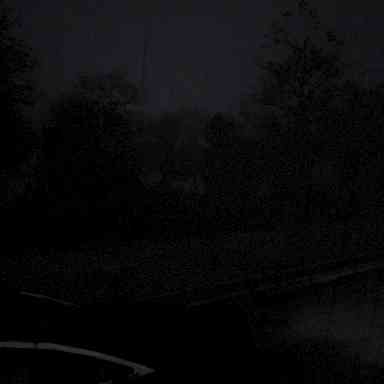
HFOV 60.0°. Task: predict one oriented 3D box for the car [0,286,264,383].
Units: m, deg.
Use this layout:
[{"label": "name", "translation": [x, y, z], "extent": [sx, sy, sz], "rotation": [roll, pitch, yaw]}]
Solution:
[{"label": "car", "translation": [-1.565, 1.491, 2.323], "extent": [4.902, 1.511, 2.128], "rotation": [1, 0, -35]}]
